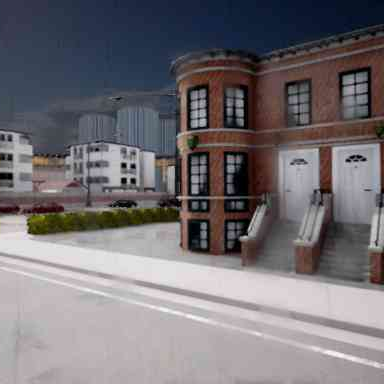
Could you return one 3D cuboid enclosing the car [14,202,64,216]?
[{"bbox_3d":[-16.149,1.770,35.955,1.812,1.442,4.674,-1,0,37],"label":"car"}]

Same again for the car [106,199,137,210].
[{"bbox_3d":[-10.327,1.769,49.099,1.837,1.490,4.892,-1,0,39],"label":"car"}]

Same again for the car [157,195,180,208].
[{"bbox_3d":[-2.877,1.456,52.235,5.566,2.045,2.150,0,-1,-41],"label":"car"}]

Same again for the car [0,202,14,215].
[{"bbox_3d":[-20.785,1.795,35.600,1.812,1.442,4.674,-1,0,37],"label":"car"}]
